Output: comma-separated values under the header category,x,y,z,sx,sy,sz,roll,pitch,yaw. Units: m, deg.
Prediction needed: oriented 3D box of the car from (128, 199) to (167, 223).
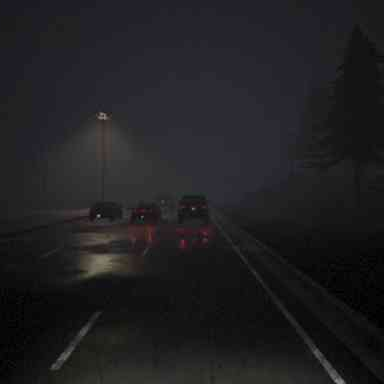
category,x,y,z,sx,sy,sz,roll,pitch,yaw
car,-3.404,1.508,25.350,2.128,1.511,4.902,0,0,0

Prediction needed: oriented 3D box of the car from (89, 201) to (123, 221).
category,x,y,z,sx,sy,sz,roll,pitch,yaw
car,-6.902,1.523,27.015,1.837,1.490,4.892,0,0,0

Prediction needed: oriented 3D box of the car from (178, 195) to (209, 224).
category,x,y,z,sx,sy,sz,roll,pitch,yaw
car,0.114,1.239,25.208,2.150,2.045,5.566,0,0,0

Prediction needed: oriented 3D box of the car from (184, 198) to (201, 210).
category,x,y,z,sx,sy,sz,roll,pitch,yaw
car,0.125,1.521,43.436,2.128,1.511,4.902,0,0,1

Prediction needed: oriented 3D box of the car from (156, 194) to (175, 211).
category,x,y,z,sx,sy,sz,roll,pitch,yaw
car,-3.398,1.252,41.514,2.150,2.045,5.566,0,0,0

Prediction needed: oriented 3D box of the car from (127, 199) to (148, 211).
category,x,y,z,sx,sy,sz,roll,pitch,yaw
car,-6.887,1.593,42.536,1.994,1.385,4.181,0,0,0
